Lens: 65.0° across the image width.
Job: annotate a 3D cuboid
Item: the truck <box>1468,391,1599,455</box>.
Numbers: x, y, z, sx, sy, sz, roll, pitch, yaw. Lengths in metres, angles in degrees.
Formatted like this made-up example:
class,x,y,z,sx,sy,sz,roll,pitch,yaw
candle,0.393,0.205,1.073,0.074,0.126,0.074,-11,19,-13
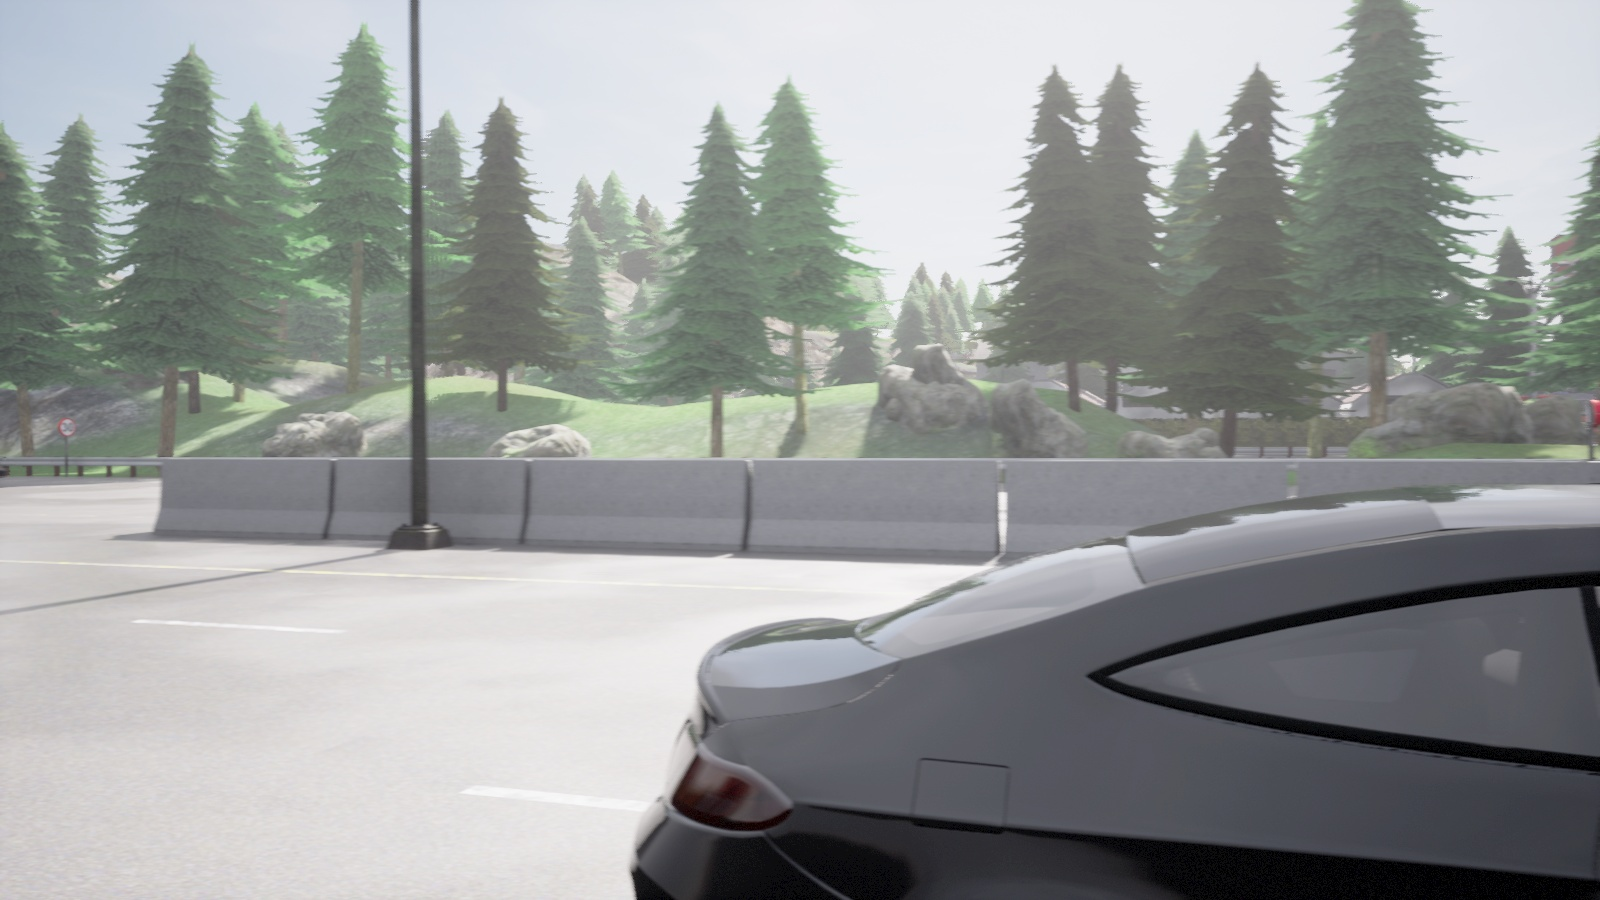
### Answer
class,x,y,z,sx,sy,sz,roll,pitch,yaw
truck,48.287,-1.638,82.729,2.891,3.827,8.468,2,-1,-10

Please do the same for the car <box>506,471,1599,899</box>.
class,x,y,z,sx,sy,sz,roll,pitch,yaw
car,1.937,0.818,2.542,4.674,1.442,1.812,0,1,19

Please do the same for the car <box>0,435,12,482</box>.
class,x,y,z,sx,sy,sz,roll,pitch,yaw
car,-26.831,0.264,38.066,5.357,1.411,2.033,0,1,19
